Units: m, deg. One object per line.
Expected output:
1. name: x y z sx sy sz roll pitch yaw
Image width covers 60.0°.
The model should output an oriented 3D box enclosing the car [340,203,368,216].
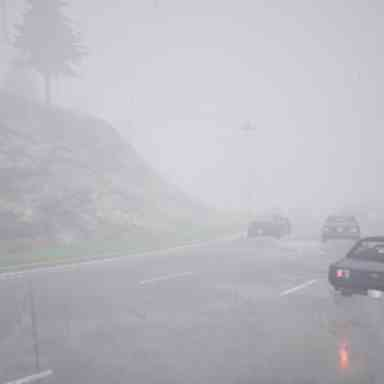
1. car: 18.336 2.282 38.147 2.033 1.411 5.357 -1 -2 9

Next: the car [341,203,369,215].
1. car: 22.817 2.370 46.787 1.882 1.535 5.008 -1 -2 5

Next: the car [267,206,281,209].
1. car: 12.641 2.805 51.683 1.994 1.385 4.181 -1 -2 2

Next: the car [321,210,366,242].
1. car: 8.150 1.918 18.237 2.033 1.411 5.357 -2 -2 25

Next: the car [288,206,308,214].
1. car: 16.242 2.756 51.268 1.895 1.301 4.718 -1 -2 2

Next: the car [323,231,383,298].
1. car: 5.125 1.746 8.253 1.895 1.301 4.718 -3 -2 42

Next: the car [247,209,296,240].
1. car: 4.748 2.020 20.152 1.812 1.442 4.674 -1 -1 28
